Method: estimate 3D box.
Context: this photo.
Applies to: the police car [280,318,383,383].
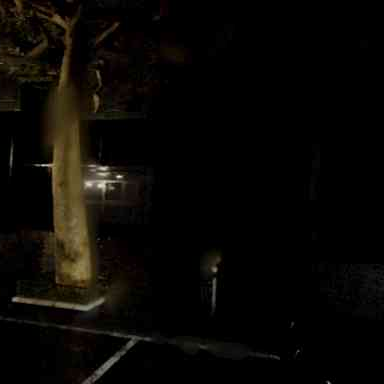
[{"bbox_3d":[3.501,1.720,2.952,5.238,1.638,1.930,2,-3,14],"label":"police car"}]
